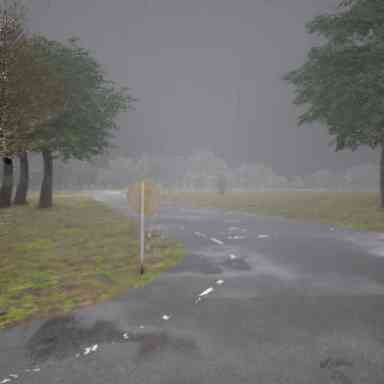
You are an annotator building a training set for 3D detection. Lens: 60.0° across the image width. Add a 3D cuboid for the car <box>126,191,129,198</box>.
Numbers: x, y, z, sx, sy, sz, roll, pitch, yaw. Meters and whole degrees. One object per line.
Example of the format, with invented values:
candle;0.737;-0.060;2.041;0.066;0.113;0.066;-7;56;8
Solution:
car;-10.517;0.321;59.219;1.837;1.490;4.892;0;1;-20
